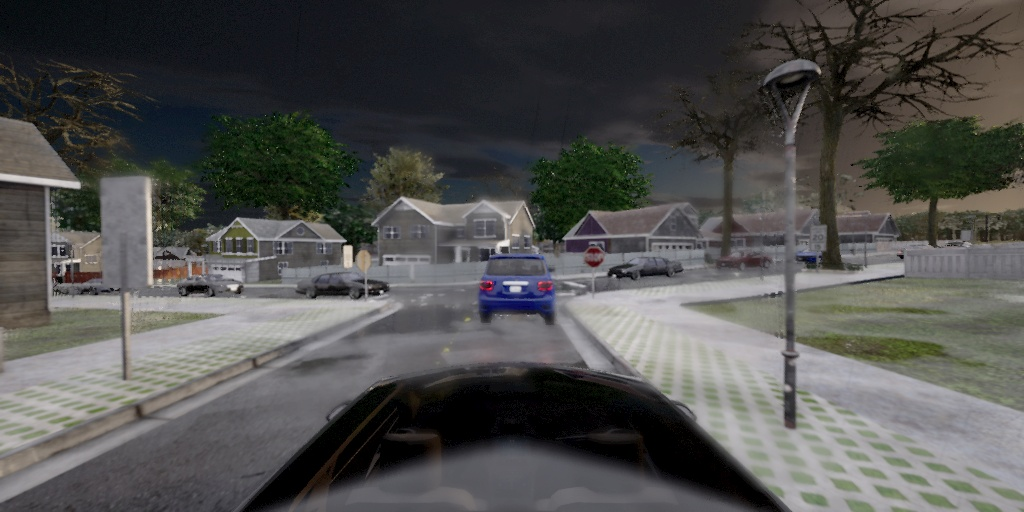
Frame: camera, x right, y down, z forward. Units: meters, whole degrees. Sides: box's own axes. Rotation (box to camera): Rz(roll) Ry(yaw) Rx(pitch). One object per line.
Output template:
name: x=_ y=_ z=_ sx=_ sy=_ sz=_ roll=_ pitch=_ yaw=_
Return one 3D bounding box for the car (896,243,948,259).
car: x=40.063 y=-0.412 z=35.267 sx=5.357 sy=1.411 sz=2.033 roll=-2 pitch=2 yaw=-25

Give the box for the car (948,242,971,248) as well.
car: x=49.557 y=-0.795 z=39.744 sx=4.892 sy=1.490 sz=1.837 roll=-2 pitch=2 yaw=-25

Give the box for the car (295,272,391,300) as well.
car: x=-9.417 y=1.608 z=19.870 sx=5.357 sy=1.411 sz=2.033 roll=-2 pitch=0 yaw=20

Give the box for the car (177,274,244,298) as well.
car: x=-20.234 y=1.952 z=24.073 sx=4.902 sy=1.511 sz=2.128 roll=-2 pitch=0 yaw=22

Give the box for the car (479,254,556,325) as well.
car: x=0.279 y=0.948 z=11.933 sx=2.150 sy=2.045 sz=5.566 roll=0 pitch=0 yaw=4

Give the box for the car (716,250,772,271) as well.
car: x=18.275 y=0.281 z=28.257 sx=5.008 sy=1.535 sz=1.882 roll=-2 pitch=2 yaw=-26

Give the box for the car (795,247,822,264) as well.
car: x=27.706 y=-0.104 z=32.685 sx=5.008 sy=1.535 sz=1.882 roll=-2 pitch=2 yaw=-25

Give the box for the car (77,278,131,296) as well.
car: x=-33.437 y=2.477 z=29.405 sx=4.181 sy=1.385 sz=1.994 roll=-2 pitch=0 yaw=23

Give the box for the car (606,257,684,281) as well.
car: x=8.949 y=0.769 z=23.939 sx=5.357 sy=1.411 sz=2.033 roll=-3 pitch=2 yaw=-24
